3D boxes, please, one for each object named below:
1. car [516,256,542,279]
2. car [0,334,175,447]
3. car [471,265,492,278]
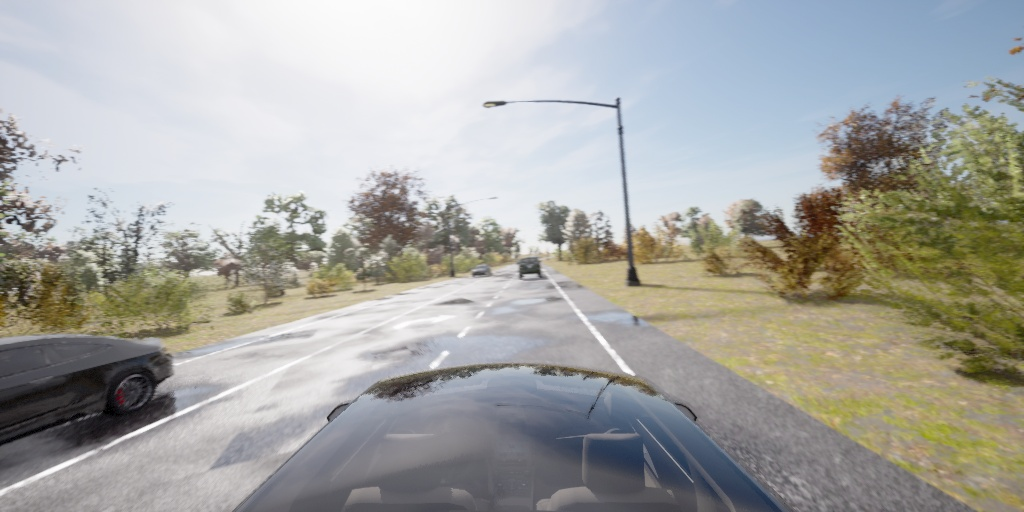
[{"bbox_3d":[1.775,1.092,35.207,2.150,2.045,5.566,-5,0,3],"label":"car"},{"bbox_3d":[-6.977,1.848,4.442,1.812,1.442,4.674,-5,0,3],"label":"car"},{"bbox_3d":[-3.852,1.899,45.857,1.837,1.490,4.892,-5,0,9],"label":"car"}]
